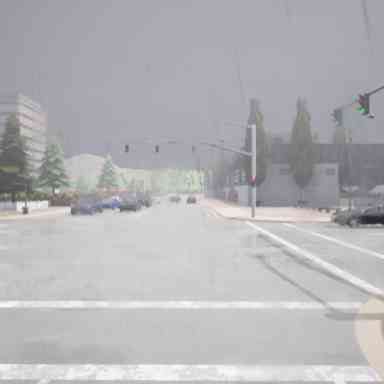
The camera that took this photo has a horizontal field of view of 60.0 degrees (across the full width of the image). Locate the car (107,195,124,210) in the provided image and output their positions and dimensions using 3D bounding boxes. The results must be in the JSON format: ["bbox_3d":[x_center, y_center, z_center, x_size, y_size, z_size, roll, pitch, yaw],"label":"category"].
[{"bbox_3d":[-10.647,1.506,43.187,1.882,1.535,5.008,0,0,0],"label":"car"}]

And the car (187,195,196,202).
[{"bbox_3d":[-0.100,1.457,76.930,1.994,1.385,4.181,0,0,0],"label":"car"}]

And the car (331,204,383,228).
[{"bbox_3d":[11.520,1.505,21.434,4.902,1.511,2.128,0,0,-1],"label":"car"}]

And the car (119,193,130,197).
[{"bbox_3d":[-10.648,1.386,54.797,2.097,1.767,4.553,0,0,0],"label":"car"}]

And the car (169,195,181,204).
[{"bbox_3d":[-3.587,1.548,66.555,1.837,1.490,4.892,0,0,0],"label":"car"}]

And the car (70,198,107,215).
[{"bbox_3d":[-10.702,1.374,34.052,2.097,1.767,4.553,0,0,2],"label":"car"}]

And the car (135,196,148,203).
[{"bbox_3d":[-10.592,1.584,70.259,1.994,1.385,4.181,0,0,0],"label":"car"}]

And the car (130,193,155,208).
[{"bbox_3d":[-7.138,1.253,48.484,2.150,2.045,5.566,0,0,0],"label":"car"}]

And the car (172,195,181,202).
[{"bbox_3d":[-3.600,1.457,76.925,1.994,1.385,4.181,0,0,0],"label":"car"}]

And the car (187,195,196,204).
[{"bbox_3d":[-0.087,1.521,66.559,1.882,1.535,5.008,0,0,0],"label":"car"}]

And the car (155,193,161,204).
[{"bbox_3d":[-7.116,1.259,62.836,2.150,2.045,5.566,0,0,0],"label":"car"}]

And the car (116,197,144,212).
[{"bbox_3d":[-7.134,1.626,38.746,1.895,1.301,4.718,0,0,0],"label":"car"}]
